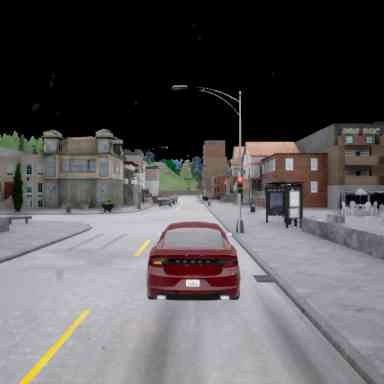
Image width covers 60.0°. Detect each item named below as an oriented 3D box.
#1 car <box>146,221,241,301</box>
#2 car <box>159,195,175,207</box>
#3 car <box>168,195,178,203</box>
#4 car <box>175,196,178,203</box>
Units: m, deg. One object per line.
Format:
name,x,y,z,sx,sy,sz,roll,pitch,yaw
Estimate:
car,0.049,1.478,8.416,1.882,1.535,5.008,0,0,1
car,-4.108,1.505,51.988,1.837,1.490,4.892,0,0,0
car,-4.011,1.500,71.661,1.837,1.490,4.892,0,0,0
car,-4.069,1.601,61.293,1.895,1.301,4.718,0,0,0
